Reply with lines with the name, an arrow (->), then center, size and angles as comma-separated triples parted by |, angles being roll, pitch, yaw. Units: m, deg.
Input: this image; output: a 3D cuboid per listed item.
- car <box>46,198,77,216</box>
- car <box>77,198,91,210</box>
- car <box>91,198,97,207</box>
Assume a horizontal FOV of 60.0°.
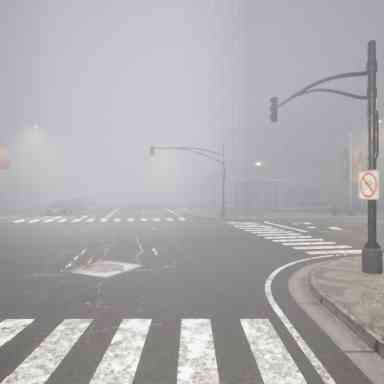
car -> -13.216, 1.542, 33.473 | 1.812, 1.442, 4.674 | 0, 0, -10
car -> -14.808, 1.503, 43.305 | 1.882, 1.535, 5.008 | 0, 0, -9
car -> -16.406, 1.600, 53.148 | 1.994, 1.385, 4.181 | 0, 0, -9
